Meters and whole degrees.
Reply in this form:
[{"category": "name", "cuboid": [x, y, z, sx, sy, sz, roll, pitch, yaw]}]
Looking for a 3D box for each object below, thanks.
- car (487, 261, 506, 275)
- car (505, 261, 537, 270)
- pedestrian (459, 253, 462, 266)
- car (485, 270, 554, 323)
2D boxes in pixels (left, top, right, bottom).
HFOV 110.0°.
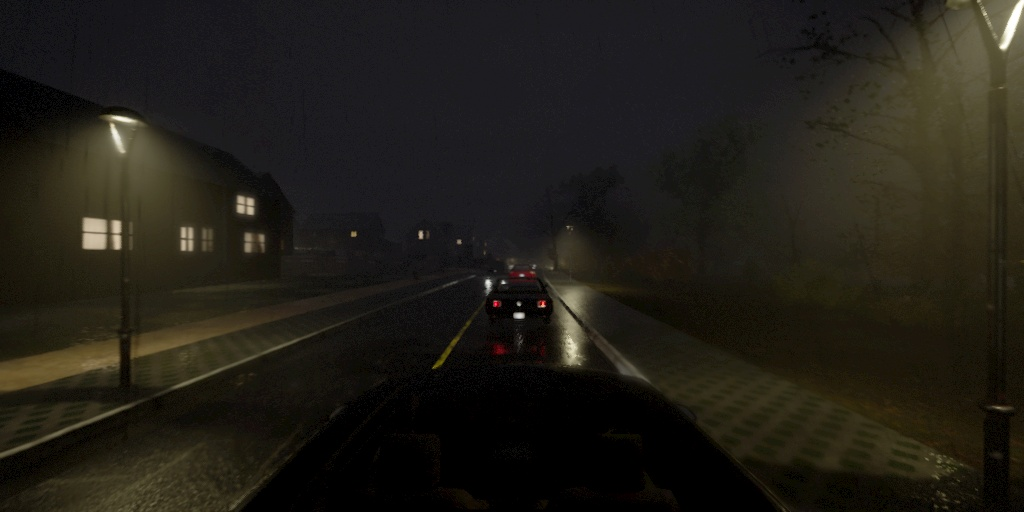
[{"category": "car", "cuboid": [-1.414, 1.233, 37.295, 1.837, 1.490, 4.892, 0, 0, 4]}, {"category": "car", "cuboid": [0.780, 1.264, 26.018, 1.994, 1.385, 4.181, 0, 0, 3]}, {"category": "pedestrian", "cuboid": [-7.374, 0.480, 51.144, 0.375, 1.860, 0.375, 0, -3, 4]}, {"category": "car", "cuboid": [0.250, 1.320, 11.915, 1.895, 1.301, 4.718, 0, 0, 1]}]
